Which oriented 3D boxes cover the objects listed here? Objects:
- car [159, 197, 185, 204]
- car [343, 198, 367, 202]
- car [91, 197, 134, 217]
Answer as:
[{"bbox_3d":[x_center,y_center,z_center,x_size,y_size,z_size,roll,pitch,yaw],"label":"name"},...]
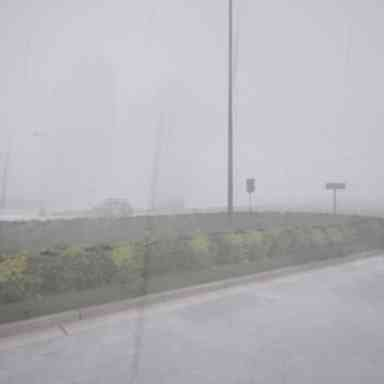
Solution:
[{"bbox_3d":[-2.889,1.541,45.810,2.242,1.667,4.611,0,0,-36],"label":"car"},{"bbox_3d":[28.260,1.705,57.973,1.994,1.385,4.181,0,0,-35],"label":"car"},{"bbox_3d":[-6.470,1.336,26.856,1.932,1.855,4.605,0,0,-36],"label":"car"}]
